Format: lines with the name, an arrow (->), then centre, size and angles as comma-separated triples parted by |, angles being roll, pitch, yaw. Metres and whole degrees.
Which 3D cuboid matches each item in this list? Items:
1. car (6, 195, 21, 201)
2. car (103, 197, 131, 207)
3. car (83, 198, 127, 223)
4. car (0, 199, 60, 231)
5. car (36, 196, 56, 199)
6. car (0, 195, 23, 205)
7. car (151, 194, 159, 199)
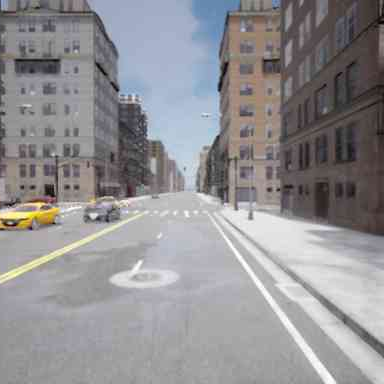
car -> -25.163, 1.198, 42.519 | 5.357, 1.411, 2.033 | 1, 1, 0
car -> -10.349, 1.380, 42.522 | 5.008, 1.535, 1.882 | 0, 0, 0
car -> -6.573, 1.429, 24.683 | 2.128, 1.511, 4.902 | 0, 0, 0
car -> -9.839, 1.427, 20.506 | 1.882, 1.535, 5.008 | 0, 0, 0
car -> -21.524, 1.212, 48.189 | 4.206, 1.307, 1.802 | 1, 0, 0
car -> -27.089, 1.130, 48.201 | 4.313, 1.339, 1.947 | 1, 0, 0
car -> -9.759, 1.235, 87.725 | 1.895, 1.301, 4.718 | 0, 0, 0
